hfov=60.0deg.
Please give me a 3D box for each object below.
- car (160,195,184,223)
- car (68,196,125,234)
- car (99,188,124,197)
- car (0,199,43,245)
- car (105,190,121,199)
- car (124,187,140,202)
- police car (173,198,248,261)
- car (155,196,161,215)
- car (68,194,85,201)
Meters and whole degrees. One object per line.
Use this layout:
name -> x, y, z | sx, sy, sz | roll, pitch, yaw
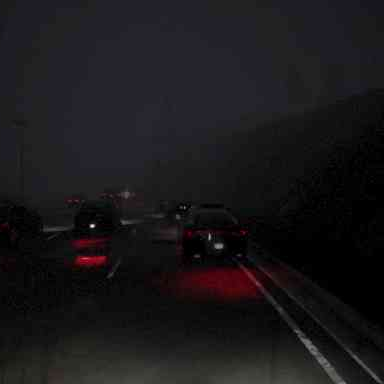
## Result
car -> -0.794, 1.113, 21.594 | 1.837, 1.490, 4.892 | 0, 1, -9
car -> -4.731, 1.195, 17.120 | 1.837, 1.490, 4.892 | 0, 1, -7
car -> -9.709, 0.508, 39.239 | 2.150, 2.045, 5.566 | 0, 0, -18
car -> -7.858, 1.253, 13.968 | 1.837, 1.490, 4.892 | 0, 1, -6
car -> -14.504, 0.429, 60.937 | 1.812, 1.442, 4.674 | -1, 1, -28
car -> -8.938, 0.359, 47.699 | 2.150, 2.045, 5.566 | 0, 1, -21
police car -> 0.498, 1.213, 11.581 | 1.930, 1.638, 5.238 | 0, 1, -5
car -> -1.936, 0.977, 27.610 | 1.882, 1.535, 5.008 | 0, 1, -12
car -> -12.227, 0.907, 35.580 | 2.033, 1.411, 5.357 | 0, 1, -16
